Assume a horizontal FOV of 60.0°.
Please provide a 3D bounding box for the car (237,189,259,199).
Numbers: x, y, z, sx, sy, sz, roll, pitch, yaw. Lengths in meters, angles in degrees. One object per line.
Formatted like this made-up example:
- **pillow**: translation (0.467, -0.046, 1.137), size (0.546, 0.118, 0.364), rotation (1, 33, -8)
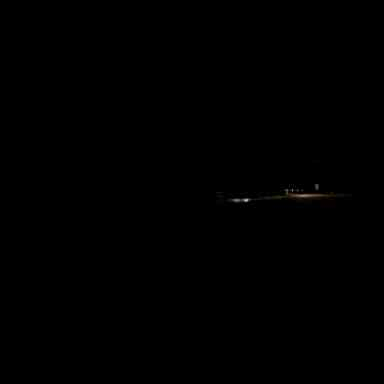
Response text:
- **car**: translation (8.992, 0.309, 53.093), size (1.882, 1.535, 5.008), rotation (-1, 0, 35)
